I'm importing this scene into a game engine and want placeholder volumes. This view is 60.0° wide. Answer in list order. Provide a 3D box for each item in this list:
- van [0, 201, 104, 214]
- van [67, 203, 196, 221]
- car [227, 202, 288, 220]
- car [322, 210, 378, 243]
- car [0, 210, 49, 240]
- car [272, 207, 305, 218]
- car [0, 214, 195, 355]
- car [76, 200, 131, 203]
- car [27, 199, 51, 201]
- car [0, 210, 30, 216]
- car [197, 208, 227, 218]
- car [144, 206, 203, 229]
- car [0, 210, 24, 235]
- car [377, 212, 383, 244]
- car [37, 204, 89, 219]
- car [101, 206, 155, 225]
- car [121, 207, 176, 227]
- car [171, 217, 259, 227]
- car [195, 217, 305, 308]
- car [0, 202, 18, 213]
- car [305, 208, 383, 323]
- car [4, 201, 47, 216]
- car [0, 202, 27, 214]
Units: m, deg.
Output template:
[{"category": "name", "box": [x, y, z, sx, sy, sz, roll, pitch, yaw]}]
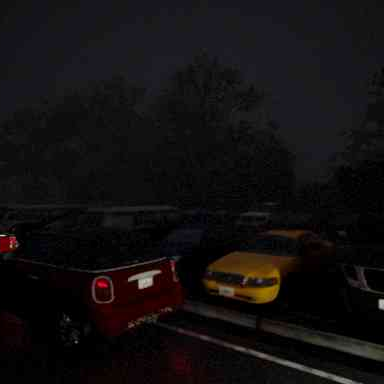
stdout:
[{"category": "van", "box": [-6.652, 1.579, 15.531, 1.878, 1.987, 4.442, -1, -2, 37]}, {"category": "van", "box": [-2.020, 1.523, 12.356, 1.878, 1.987, 4.442, -1, -2, 37]}, {"category": "car", "box": [5.101, 1.745, 23.179, 2.435, 2.045, 5.566, -1, -2, 37]}, {"category": "car", "box": [9.565, 1.936, 19.875, 2.097, 1.535, 5.008, -1, -2, 37]}, {"category": "car", "box": [-11.052, 1.888, 19.001, 2.163, 1.488, 4.792, -1, -1, 37]}, {"category": "car", "box": [7.343, 1.966, 21.538, 2.097, 1.535, 5.008, -1, -2, 37]}, {"category": "car", "box": [-2.438, 1.484, 6.583, 4.553, 1.767, 2.097, -1, -1, 37]}, {"category": "car", "box": [-8.234, 1.885, 33.162, 2.435, 2.045, 5.566, 0, -1, 37]}, {"category": "car", "box": [-17.087, 1.926, 39.863, 2.435, 2.045, 5.566, 0, -1, 37]}, {"category": "car", "box": [-7.242, 1.539, 10.190, 4.553, 1.767, 2.097, -1, -1, 37]}, {"category": "car", "box": [2.893, 2.028, 24.855, 2.231, 1.521, 4.892, -1, -2, 37]}, {"category": "car", "box": [-1.439, 2.080, 28.336, 1.946, 1.575, 5.366, -1, -1, 37]}, {"category": "car", "box": [-13.318, 1.917, 20.658, 2.002, 1.452, 4.674, 0, -1, 37]}, {"category": "car", "box": [11.788, 1.907, 18.212, 2.231, 1.521, 4.892, -1, -2, 37]}, {"category": "car", "box": [-14.773, 2.168, 38.321, 1.946, 1.575, 5.366, 0, -1, 37]}, {"category": "car", "box": [-5.980, 2.152, 31.540, 2.163, 1.488, 4.792, 0, -1, 37]}, {"category": "car", "box": [-3.787, 2.134, 29.825, 2.163, 1.488, 4.792, 0, -1, 37]}, {"category": "car", "box": [0.154, 1.757, 10.579, 2.002, 1.452, 4.674, -1, -2, 37]}, {"category": "car", "box": [2.286, 1.679, 8.750, 1.946, 1.575, 5.366, -1, -2, 37]}, {"category": "car", "box": [-28.213, 2.220, 48.160, 2.231, 1.521, 4.892, 0, -1, 37]}, {"category": "car", "box": [4.625, 1.404, 7.201, 2.435, 2.045, 5.566, -1, -2, 37]}, {"category": "car", "box": [-21.532, 2.068, 43.191, 2.185, 1.767, 4.553, 0, -1, 37]}, {"category": "car", "box": [-26.105, 2.204, 46.343, 1.946, 1.575, 5.366, 0, -1, 37]}]
